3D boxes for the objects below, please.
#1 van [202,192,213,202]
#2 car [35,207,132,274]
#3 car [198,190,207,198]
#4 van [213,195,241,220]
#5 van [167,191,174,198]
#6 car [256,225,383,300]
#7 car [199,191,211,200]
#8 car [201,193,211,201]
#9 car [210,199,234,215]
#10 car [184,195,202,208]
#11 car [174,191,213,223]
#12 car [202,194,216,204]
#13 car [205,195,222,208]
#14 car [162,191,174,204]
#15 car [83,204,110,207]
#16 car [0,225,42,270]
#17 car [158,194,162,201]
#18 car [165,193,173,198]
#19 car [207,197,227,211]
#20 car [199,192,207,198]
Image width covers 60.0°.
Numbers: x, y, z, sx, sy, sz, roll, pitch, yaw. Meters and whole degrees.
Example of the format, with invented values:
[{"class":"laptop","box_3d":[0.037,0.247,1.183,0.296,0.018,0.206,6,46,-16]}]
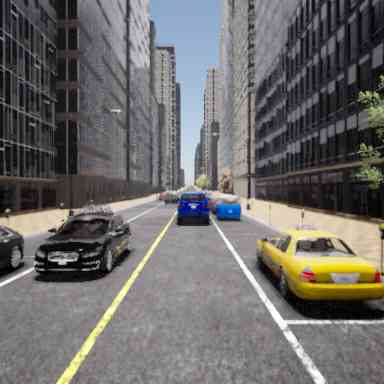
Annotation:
[{"class":"van","box_3d":[2.694,0.837,59.260,1.690,1.788,3.998,0,1,0]},{"class":"car","box_3d":[-3.099,1.424,10.382,1.837,1.490,4.892,0,0,0]},{"class":"car","box_3d":[2.696,0.527,87.745,2.192,1.841,5.009,0,1,0]},{"class":"van","box_3d":[2.691,1.139,25.077,1.690,1.788,3.998,0,0,0]},{"class":"van","box_3d":[-5.684,0.553,87.747,1.690,1.788,3.998,0,1,0]},{"class":"car","box_3d":[2.689,1.462,8.157,1.752,1.417,4.829,0,0,0]},{"class":"car","box_3d":[2.695,0.699,70.654,2.192,1.841,5.009,0,1,0]},{"class":"car","box_3d":[2.694,0.985,64.960,1.887,1.381,4.507,0,1,0]},{"class":"car","box_3d":[2.691,1.331,30.777,1.802,1.307,4.206,0,0,0]},{"class":"car","box_3d":[0.104,1.141,42.192,2.128,1.511,4.902,0,0,0]},{"class":"car","box_3d":[0.103,1.031,23.675,2.150,2.045,5.566,0,0,0]},{"class":"car","box_3d":[2.693,1.100,53.565,2.008,1.369,4.403,0,1,0]},{"class":"car","box_3d":[2.692,1.174,42.339,1.752,1.417,4.829,0,0,0]},{"class":"car","box_3d":[-3.076,1.053,50.660,1.882,1.535,5.008,0,1,0]},{"class":"car","box_3d":[-5.690,1.397,19.383,2.008,1.369,4.403,0,0,0]},{"class":"car","box_3d":[-5.691,1.489,7.989,2.008,1.369,4.403,0,0,0]},{"class":"car","box_3d":[-5.686,1.023,64.962,1.802,1.307,4.206,0,1,0]},{"class":"car","box_3d":[-5.685,0.851,82.051,1.802,1.307,4.206,0,1,0]},{"class":"car","box_3d":[2.692,1.282,36.473,1.802,1.307,4.206,0,0,0]},{"class":"car","box_3d":[2.696,0.793,82.219,1.752,1.417,4.829,0,1,0]}]
